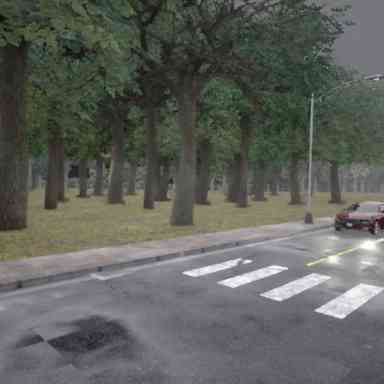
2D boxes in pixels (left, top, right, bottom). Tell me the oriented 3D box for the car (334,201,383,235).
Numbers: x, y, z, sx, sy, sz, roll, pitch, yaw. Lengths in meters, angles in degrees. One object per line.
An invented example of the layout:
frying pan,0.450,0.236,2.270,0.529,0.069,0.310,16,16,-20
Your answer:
car,9.198,1.247,17.402,5.008,1.535,1.882,-1,2,-45
